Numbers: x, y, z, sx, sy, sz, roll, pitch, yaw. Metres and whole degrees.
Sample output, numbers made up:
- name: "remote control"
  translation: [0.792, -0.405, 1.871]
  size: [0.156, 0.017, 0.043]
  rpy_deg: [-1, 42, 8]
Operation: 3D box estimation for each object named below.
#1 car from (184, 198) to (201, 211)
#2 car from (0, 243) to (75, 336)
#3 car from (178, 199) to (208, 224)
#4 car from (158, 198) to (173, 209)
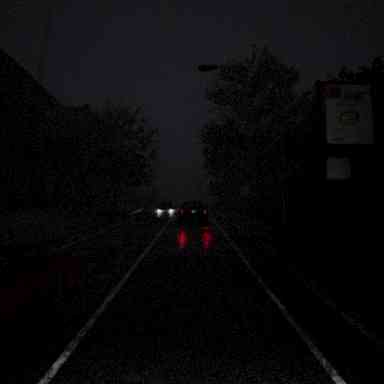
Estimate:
- name: "car"
  translation: [0.097, 1.588, 42.652]
  size: [2.033, 1.411, 5.357]
  rpy_deg: [0, 0, 0]
- name: "car"
  translation: [-3.600, 1.606, 5.343]
  size: [1.895, 1.301, 4.718]
  rpy_deg: [0, 0, 0]
- name: "car"
  translation: [0.098, 1.375, 24.790]
  size: [2.097, 1.767, 4.553]
  rpy_deg: [0, 0, 0]
- name: "car"
  translation: [-3.591, 1.521, 45.523]
  size: [1.882, 1.535, 5.008]
  rpy_deg: [0, 0, 0]
